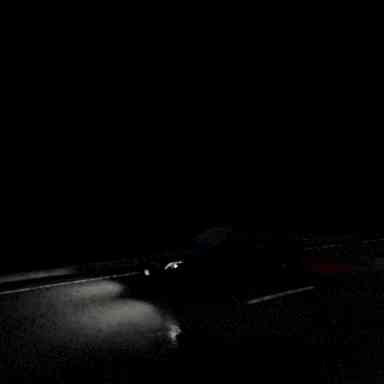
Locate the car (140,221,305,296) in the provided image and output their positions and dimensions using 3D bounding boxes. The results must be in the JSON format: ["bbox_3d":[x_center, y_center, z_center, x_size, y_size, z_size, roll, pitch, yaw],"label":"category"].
[{"bbox_3d":[0.957,1.508,8.671,4.674,1.442,1.812,0,0,-33],"label":"car"}]
